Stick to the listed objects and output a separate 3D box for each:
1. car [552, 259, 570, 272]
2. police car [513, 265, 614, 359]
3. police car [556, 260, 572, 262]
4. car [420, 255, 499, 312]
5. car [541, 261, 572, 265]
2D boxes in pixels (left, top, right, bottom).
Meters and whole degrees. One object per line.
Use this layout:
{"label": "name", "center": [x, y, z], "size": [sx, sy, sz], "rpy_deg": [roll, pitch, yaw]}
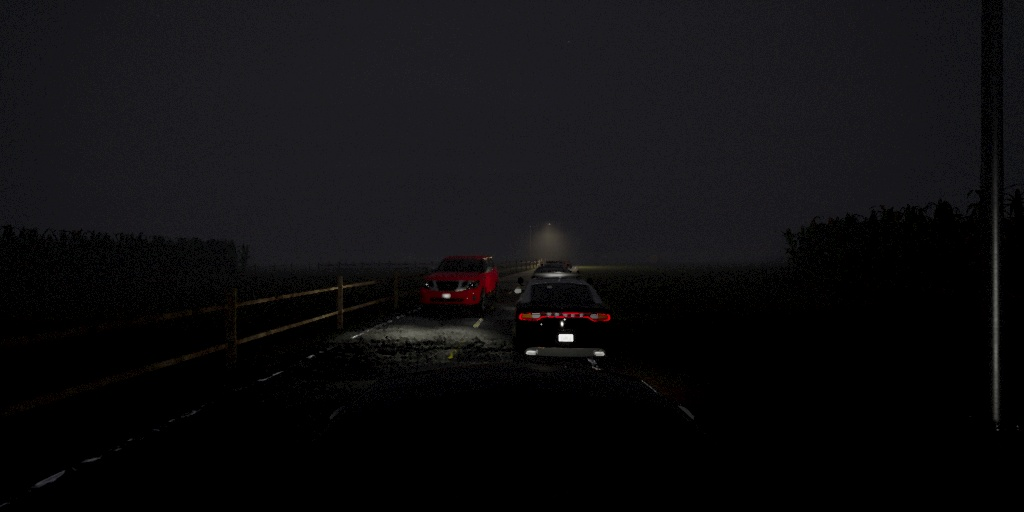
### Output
{"label": "car", "center": [6.279, 1.187, 45.351], "size": [1.882, 1.535, 5.008], "rpy_deg": [0, 0, 12]}
{"label": "police car", "center": [1.064, 1.173, 8.625], "size": [1.930, 1.638, 5.238], "rpy_deg": [0, 0, 3]}
{"label": "police car", "center": [2.878, 1.159, 24.272], "size": [1.930, 1.638, 5.238], "rpy_deg": [0, 0, 10]}
{"label": "car", "center": [-1.884, 0.966, 14.652], "size": [2.150, 2.045, 5.566], "rpy_deg": [0, 0, 6]}
{"label": "car", "center": [1.984, 1.218, 18.319], "size": [1.882, 1.535, 5.008], "rpy_deg": [0, 0, 7]}
